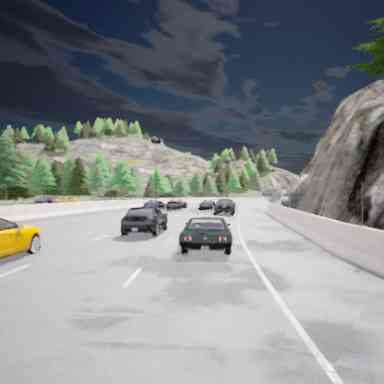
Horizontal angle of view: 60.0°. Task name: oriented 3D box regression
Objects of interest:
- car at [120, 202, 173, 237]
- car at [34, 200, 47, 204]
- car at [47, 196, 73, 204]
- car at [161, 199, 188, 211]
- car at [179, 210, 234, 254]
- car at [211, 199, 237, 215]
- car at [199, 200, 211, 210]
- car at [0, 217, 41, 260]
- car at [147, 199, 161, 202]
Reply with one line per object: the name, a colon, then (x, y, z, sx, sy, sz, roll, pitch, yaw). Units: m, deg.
car: (-2.516, 1.555, 18.454, 1.837, 1.490, 4.892, 0, 0, 6)
car: (-24.216, 1.353, 55.607, 2.097, 1.767, 4.553, 0, 0, 15)
car: (-20.892, 1.503, 54.493, 1.882, 1.535, 5.008, 0, 0, 15)
car: (-1.928, 1.642, 43.593, 2.128, 1.511, 4.902, 0, 0, 14)
car: (0.634, 1.659, 13.730, 1.895, 1.301, 4.718, 0, 0, 4)
car: (3.740, 1.523, 36.406, 2.097, 1.767, 4.553, 1, 0, 11)
car: (2.332, 1.761, 46.157, 1.994, 1.385, 4.181, 0, 0, 15)
car: (-6.612, 1.460, 10.383, 1.882, 1.535, 5.008, 0, 0, 3)
car: (-5.093, 1.693, 45.250, 1.994, 1.385, 4.181, 0, 0, 14)
